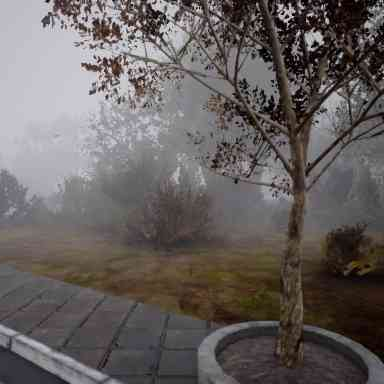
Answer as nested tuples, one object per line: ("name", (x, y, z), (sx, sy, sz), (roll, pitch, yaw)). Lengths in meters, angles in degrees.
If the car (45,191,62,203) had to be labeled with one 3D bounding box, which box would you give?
("car", (-17.378, 0.944, 43.310), (2.150, 2.045, 5.566), (1, 0, 32))
